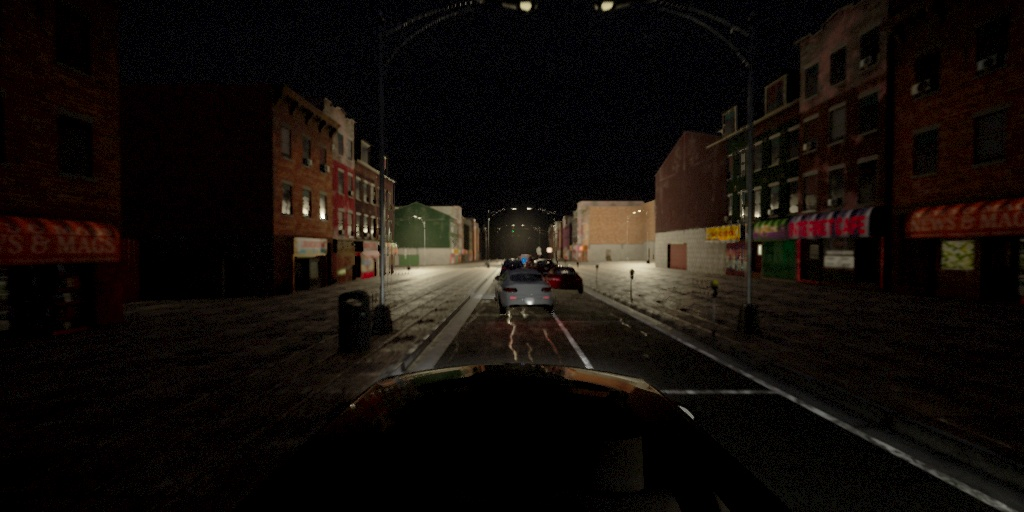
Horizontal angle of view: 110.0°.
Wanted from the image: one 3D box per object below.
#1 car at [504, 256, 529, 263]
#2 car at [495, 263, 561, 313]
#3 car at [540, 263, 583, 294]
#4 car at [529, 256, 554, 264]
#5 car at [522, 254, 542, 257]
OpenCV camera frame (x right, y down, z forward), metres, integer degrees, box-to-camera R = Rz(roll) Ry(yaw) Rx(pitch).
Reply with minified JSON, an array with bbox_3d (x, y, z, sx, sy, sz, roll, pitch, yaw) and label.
[{"bbox_3d":[0.088,1.022,28.624,1.882,1.535,5.008,0,1,0],"label":"car"},{"bbox_3d":[0.366,1.182,13.407,1.812,1.442,4.674,0,0,-5],"label":"car"},{"bbox_3d":[2.634,1.199,18.710,1.802,1.307,4.207,0,0,0],"label":"car"},{"bbox_3d":[2.633,0.978,29.514,1.967,1.591,4.097,0,0,0],"label":"car"},{"bbox_3d":[2.631,0.780,40.318,2.192,1.841,5.009,0,0,0],"label":"car"}]
